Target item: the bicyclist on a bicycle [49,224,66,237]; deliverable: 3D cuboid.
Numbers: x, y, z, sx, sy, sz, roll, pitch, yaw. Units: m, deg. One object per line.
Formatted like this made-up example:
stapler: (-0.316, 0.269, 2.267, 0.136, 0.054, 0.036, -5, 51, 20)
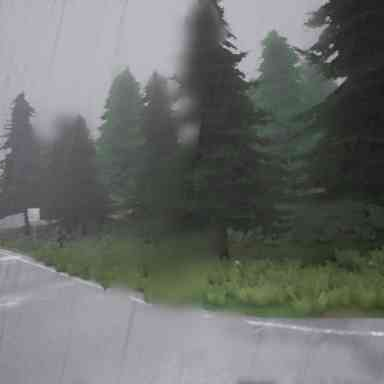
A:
bicyclist on a bicycle: (-7.216, 2.528, 17.715, 1.656, 1.620, 0.582, 3, -6, -39)
